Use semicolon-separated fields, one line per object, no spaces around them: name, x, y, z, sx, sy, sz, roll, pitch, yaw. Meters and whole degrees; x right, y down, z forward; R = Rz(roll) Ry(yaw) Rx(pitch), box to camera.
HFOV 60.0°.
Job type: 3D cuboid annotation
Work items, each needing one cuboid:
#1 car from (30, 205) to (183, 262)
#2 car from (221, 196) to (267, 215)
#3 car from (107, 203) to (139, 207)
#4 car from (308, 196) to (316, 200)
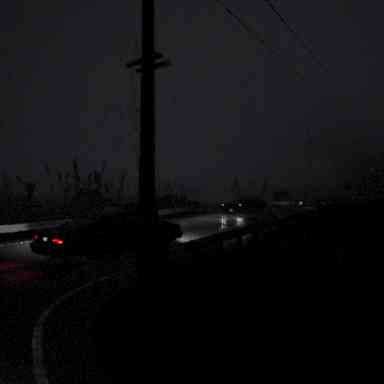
car;-2.699;1.389;11.711;2.033;1.411;5.357;0;1;40
car;4.172;1.003;26.362;1.895;1.301;4.718;0;1;36
car;-3.418;1.289;15.886;1.812;1.442;4.674;0;2;36
car;16.602;1.280;43.829;1.882;1.535;5.008;0;-3;34
